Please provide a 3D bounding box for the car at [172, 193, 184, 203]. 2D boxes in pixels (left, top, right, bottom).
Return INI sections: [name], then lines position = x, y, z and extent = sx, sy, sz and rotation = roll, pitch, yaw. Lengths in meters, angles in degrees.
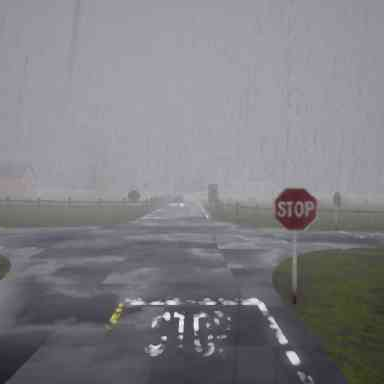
[car]
position = -2.750, 1.322, 67.689
extent = 2.150, 2.045, 5.566
rotation = 0, 0, 0
